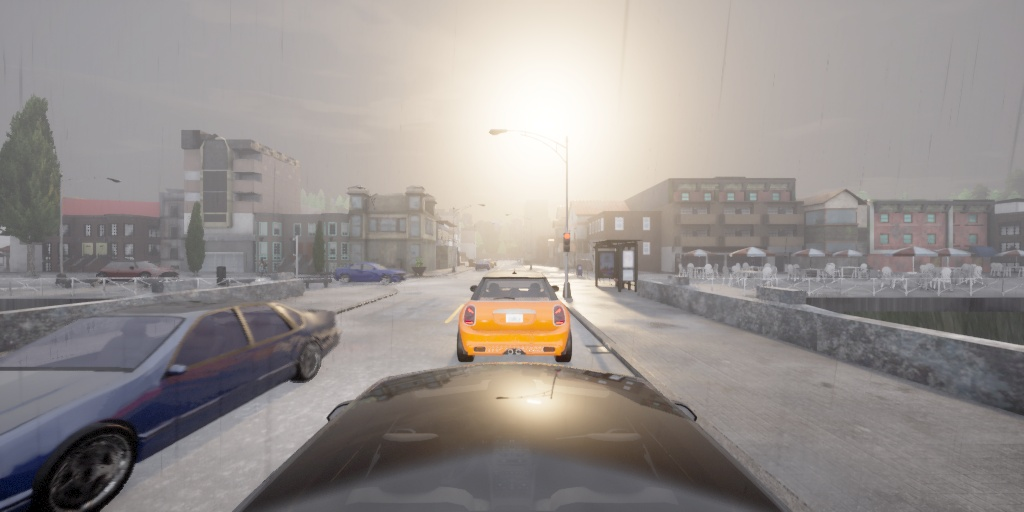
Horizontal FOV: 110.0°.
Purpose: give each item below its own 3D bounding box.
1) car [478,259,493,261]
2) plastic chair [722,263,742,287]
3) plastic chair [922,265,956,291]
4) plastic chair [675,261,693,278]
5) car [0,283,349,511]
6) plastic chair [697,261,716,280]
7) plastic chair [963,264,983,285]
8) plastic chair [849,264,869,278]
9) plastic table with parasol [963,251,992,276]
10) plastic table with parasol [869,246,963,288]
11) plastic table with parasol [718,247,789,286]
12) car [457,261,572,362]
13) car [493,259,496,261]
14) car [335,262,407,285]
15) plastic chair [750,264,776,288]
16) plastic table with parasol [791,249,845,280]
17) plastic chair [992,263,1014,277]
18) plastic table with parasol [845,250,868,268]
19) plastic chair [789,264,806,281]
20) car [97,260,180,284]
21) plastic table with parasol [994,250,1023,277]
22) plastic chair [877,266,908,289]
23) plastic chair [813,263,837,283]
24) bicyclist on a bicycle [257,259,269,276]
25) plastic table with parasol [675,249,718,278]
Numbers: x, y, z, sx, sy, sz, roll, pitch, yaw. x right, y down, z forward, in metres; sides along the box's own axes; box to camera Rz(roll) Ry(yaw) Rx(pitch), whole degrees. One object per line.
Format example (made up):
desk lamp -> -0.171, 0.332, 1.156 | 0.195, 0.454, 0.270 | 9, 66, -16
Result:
car -> -4.088, 1.227, 51.032 | 1.882, 1.535, 5.008 | 0, 0, 0
plastic chair -> 13.903, 1.279, 22.811 | 0.730, 1.272, 0.750 | 0, 0, 0
plastic chair -> 23.702, 1.279, 19.907 | 0.750, 1.272, 0.730 | 0, 0, 0
plastic chair -> 14.706, 1.279, 30.610 | 0.730, 1.272, 0.750 | 0, 0, 0
car -> -4.097, 1.297, 4.396 | 2.033, 1.411, 5.357 | 0, 0, 0
plastic chair -> 15.805, 1.279, 29.210 | 0.750, 1.272, 0.730 | 0, 0, 0
plastic chair -> 30.504, 1.279, 23.805 | 0.750, 1.272, 0.730 | 0, 0, 0
plastic chair -> 29.906, 1.279, 30.805 | 0.750, 1.272, 0.730 | 0, 0, 0
plastic table with parasol -> 30.514, 0.675, 25.085 | 2.482, 2.480, 2.482 | 0, 0, 0
plastic table with parasol -> 23.803, 0.675, 21.257 | 2.482, 2.480, 2.482 | 0, 0, 0
plastic table with parasol -> 15.173, 0.675, 22.670 | 2.482, 2.480, 2.482 | 0, 0, 0
car -> 0.062, 1.102, 8.353 | 2.097, 1.767, 4.553 | 0, 0, 1
car -> -4.068, 1.227, 60.682 | 1.882, 1.535, 5.008 | 0, 0, 0
car -> -10.096, 1.227, 25.755 | 5.008, 1.535, 1.882 | 0, 0, 8
plastic chair -> 15.003, 1.279, 21.410 | 0.750, 1.272, 0.730 | 0, 0, 0
plastic table with parasol -> 22.905, 0.675, 27.458 | 2.482, 2.480, 2.482 | 0, 0, 0
plastic chair -> 45.507, 1.279, 33.301 | 0.730, 1.272, 0.750 | 0, 0, 0
plastic table with parasol -> 30.236, 0.675, 32.175 | 2.482, 2.480, 2.482 | 0, 0, 0
plastic chair -> 21.705, 1.279, 27.508 | 0.730, 1.272, 0.750 | 0, 0, 0
car -> -27.130, 1.101, 26.167 | 4.553, 1.767, 2.097 | 0, 0, 0
plastic table with parasol -> 46.707, 0.675, 33.180 | 2.482, 2.480, 2.482 | 0, 0, 0
plastic chair -> 22.603, 1.279, 21.308 | 0.730, 1.272, 0.750 | 0, 0, 0
plastic chair -> 22.804, 1.279, 26.108 | 0.750, 1.272, 0.730 | 0, 0, 0
bicyclist on a bicycle -> -24.013, 1.099, 34.562 | 0.582, 1.620, 1.656 | 0, 0, 0
plastic table with parasol -> 15.926, 0.675, 30.490 | 2.482, 2.480, 2.482 | 0, 0, 0
